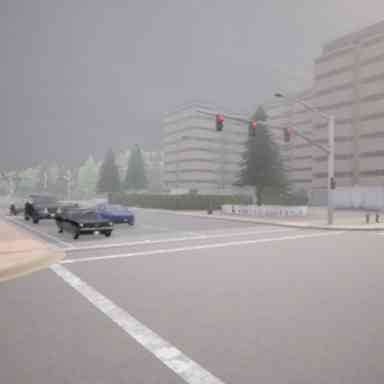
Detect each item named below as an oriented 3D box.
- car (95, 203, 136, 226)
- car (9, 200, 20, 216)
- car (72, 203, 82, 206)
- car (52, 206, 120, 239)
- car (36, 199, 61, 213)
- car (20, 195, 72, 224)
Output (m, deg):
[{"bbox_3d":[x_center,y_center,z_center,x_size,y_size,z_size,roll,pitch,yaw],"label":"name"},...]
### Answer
[{"bbox_3d":[-5.778,1.570,23.821,1.882,1.535,5.008,1,0,-36],"label":"car"},{"bbox_3d":[-17.208,1.573,33.721,1.812,1.442,4.674,1,0,-35],"label":"car"},{"bbox_3d":[-11.227,1.690,31.395,1.895,1.301,4.718,1,0,-36],"label":"car"},{"bbox_3d":[-5.816,1.656,17.828,1.895,1.301,4.718,1,0,-35],"label":"car"},{"bbox_3d":[-17.208,1.610,39.738,1.812,1.442,4.674,1,0,-35],"label":"car"},{"bbox_3d":[-11.316,1.273,25.533,2.150,2.045,5.566,1,0,-36],"label":"car"}]
